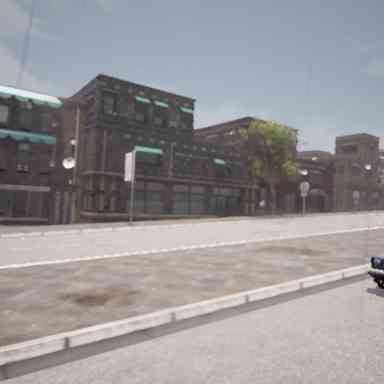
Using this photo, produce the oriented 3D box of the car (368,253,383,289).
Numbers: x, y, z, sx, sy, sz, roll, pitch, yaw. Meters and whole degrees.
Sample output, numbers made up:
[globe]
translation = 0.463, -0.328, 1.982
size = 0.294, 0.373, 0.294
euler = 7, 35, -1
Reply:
[car]
translation = 6.364, 1.705, 8.215
size = 4.718, 1.301, 1.895
euler = 1, 0, -35
